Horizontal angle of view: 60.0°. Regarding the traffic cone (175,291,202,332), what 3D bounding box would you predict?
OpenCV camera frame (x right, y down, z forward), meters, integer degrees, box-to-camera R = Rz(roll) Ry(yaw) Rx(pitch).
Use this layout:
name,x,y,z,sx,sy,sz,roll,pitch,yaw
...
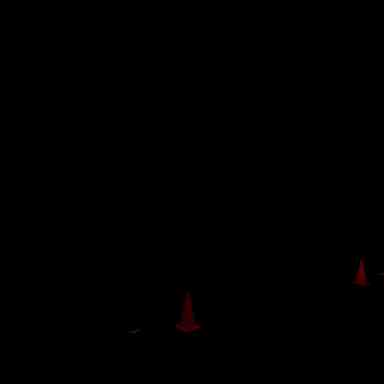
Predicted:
name,x,y,z,sx,sy,sz,roll,pitch,yaw
traffic cone,-0.062,1.963,5.559,0.340,0.580,0.340,0,0,-34

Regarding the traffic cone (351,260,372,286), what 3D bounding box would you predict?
name,x,y,z,sx,sy,sz,roll,pitch,yaw
traffic cone,4.240,1.994,8.316,0.340,0.580,0.340,0,0,-32
